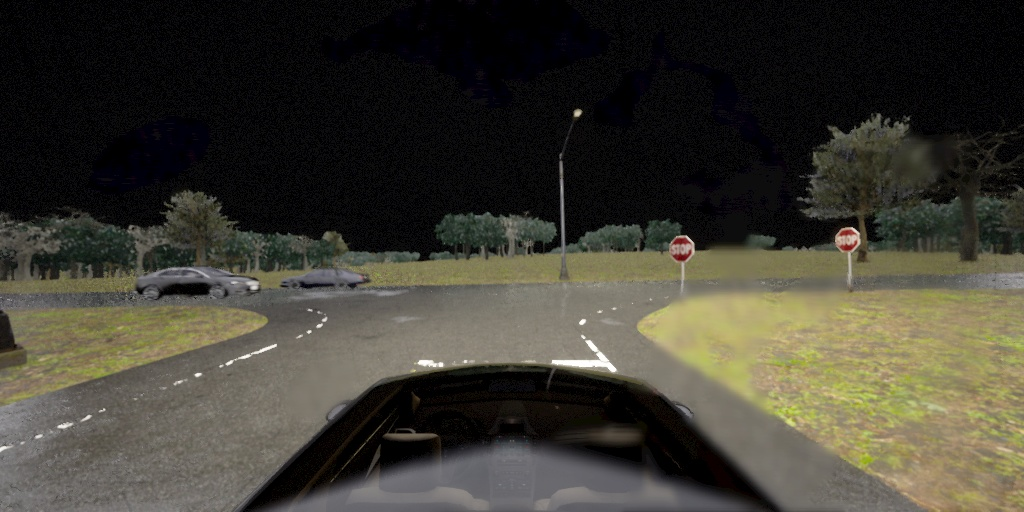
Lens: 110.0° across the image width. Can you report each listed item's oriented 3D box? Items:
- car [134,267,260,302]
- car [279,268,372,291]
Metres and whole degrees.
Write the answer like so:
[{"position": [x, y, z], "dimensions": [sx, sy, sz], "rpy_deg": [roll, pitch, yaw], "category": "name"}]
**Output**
[{"position": [-14.346, 1.244, 16.532], "dimensions": [4.902, 1.511, 2.128], "rpy_deg": [-1, -2, 0], "category": "car"}, {"position": [-12.105, 1.493, 23.527], "dimensions": [5.357, 1.411, 2.033], "rpy_deg": [-1, -2, 0], "category": "car"}]
